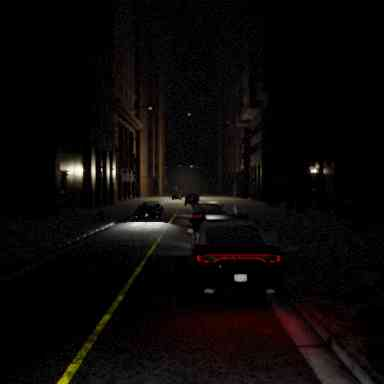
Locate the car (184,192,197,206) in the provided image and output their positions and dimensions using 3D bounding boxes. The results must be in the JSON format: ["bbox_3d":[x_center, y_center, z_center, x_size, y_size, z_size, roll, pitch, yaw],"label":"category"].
[{"bbox_3d":[0.022,0.968,46.725,2.097,1.767,4.553,0,0,0],"label":"car"}]

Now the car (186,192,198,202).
[{"bbox_3d":[0.009,0.847,60.111,2.097,1.767,4.553,0,1,0],"label":"car"}]

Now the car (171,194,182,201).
[{"bbox_3d":[-3.007,1.004,65.680,1.994,1.385,4.181,0,1,1],"label":"car"}]

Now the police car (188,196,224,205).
[{"bbox_3d":[0.903,1.279,18.729,1.930,1.638,5.238,0,0,0],"label":"police car"}]

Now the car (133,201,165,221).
[{"bbox_3d":[-3.096,1.370,24.664,1.994,1.385,4.181,0,0,0],"label":"car"}]

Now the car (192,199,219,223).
[{"bbox_3d":[0.904,1.332,24.620,1.812,1.442,4.674,0,0,0],"label":"car"}]

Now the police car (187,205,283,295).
[{"bbox_3d":[0.901,1.359,8.728,1.930,1.638,5.238,0,0,0],"label":"police car"}]
